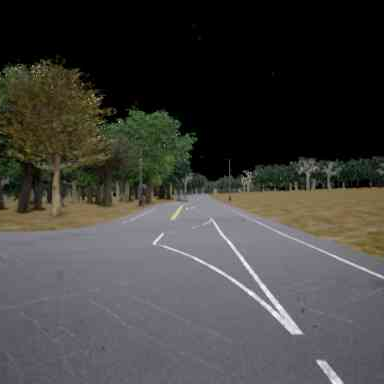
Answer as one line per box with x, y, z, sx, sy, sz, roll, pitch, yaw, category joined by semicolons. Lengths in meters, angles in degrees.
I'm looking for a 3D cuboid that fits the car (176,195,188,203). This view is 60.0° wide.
-2.254;1.478;72.837;2.097;1.767;4.553;0;0;7;car
